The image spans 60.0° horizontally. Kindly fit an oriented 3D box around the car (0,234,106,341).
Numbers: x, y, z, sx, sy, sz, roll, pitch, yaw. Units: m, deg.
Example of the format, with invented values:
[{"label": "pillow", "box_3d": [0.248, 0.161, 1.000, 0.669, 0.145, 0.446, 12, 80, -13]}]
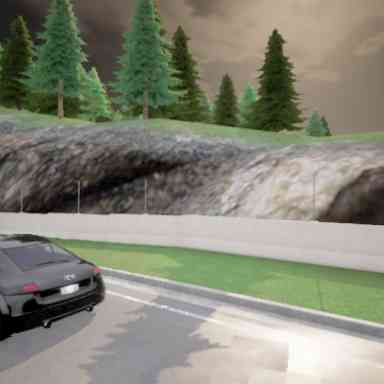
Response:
[{"label": "car", "box_3d": [-3.673, 1.534, 6.444, 4.181, 1.385, 1.994, 0, 0, 32]}]
